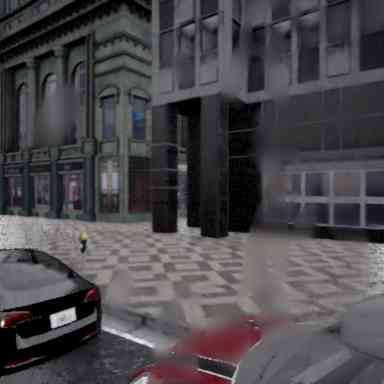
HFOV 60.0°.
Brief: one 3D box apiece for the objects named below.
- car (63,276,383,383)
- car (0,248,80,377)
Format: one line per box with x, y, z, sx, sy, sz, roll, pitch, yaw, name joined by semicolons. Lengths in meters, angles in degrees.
1.329;1.440;2.011;4.097;1.590;1.967;0;0;35;car
-3.264;1.578;5.277;4.313;1.339;1.947;0;0;35;car
